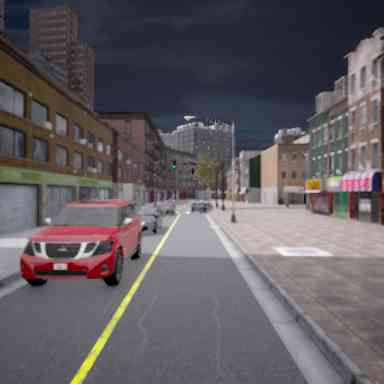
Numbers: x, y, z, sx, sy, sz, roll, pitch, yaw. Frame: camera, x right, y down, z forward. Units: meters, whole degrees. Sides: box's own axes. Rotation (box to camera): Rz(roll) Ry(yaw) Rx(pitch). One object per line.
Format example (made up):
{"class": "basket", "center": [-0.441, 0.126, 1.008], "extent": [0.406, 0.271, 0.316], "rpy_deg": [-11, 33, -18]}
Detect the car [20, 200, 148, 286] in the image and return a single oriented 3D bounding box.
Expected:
{"class": "car", "center": [-2.846, 1.272, 9.937], "extent": [2.150, 2.045, 5.566], "rpy_deg": [0, 0, 0]}

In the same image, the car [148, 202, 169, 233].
{"class": "car", "center": [-2.832, 1.594, 20.281], "extent": [2.128, 1.511, 4.902], "rpy_deg": [0, 0, 0]}

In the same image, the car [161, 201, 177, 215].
{"class": "car", "center": [-2.738, 1.719, 35.953], "extent": [1.837, 1.490, 4.892], "rpy_deg": [0, 0, 0]}

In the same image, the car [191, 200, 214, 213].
{"class": "car", "center": [1.345, 1.700, 40.625], "extent": [2.128, 1.511, 4.902], "rpy_deg": [0, 0, 17]}
